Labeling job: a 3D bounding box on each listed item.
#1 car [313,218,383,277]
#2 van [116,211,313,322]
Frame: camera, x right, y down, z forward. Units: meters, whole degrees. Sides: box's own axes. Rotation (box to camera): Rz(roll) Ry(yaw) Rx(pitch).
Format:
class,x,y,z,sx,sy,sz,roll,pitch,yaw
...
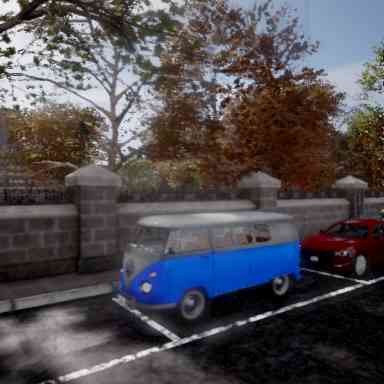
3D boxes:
class,x,y,z,sx,sy,sz,roll,pitch,yaw
car,5.106,1.528,10.187,4.507,1.381,1.887,0,0,-35
van,0.515,1.334,6.923,3.998,1.788,1.690,0,0,-35
